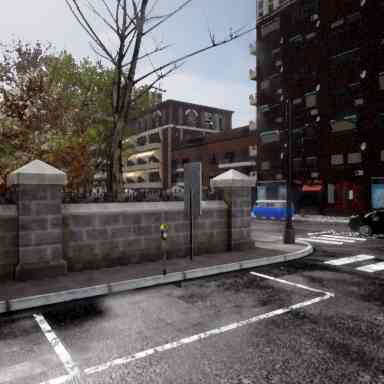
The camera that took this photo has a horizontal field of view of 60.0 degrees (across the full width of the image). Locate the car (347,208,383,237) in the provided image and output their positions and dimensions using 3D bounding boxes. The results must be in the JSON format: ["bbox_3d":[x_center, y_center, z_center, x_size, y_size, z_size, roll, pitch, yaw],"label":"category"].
[{"bbox_3d":[10.746,1.621,17.242,4.892,1.490,1.837,-2,0,41],"label":"car"}]

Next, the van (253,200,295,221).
[{"bbox_3d":[7.317,1.643,30.201,1.690,1.788,3.998,-1,0,-36],"label":"van"}]
